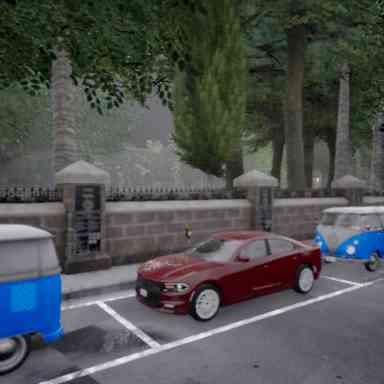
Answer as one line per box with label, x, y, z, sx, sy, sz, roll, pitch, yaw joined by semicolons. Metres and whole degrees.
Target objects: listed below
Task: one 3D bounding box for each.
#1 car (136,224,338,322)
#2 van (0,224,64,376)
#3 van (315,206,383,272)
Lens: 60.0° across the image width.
car;0.972;1.547;7.230;4.507;1.381;1.887;0;0;-36
van;-3.634;1.340;3.944;3.998;1.788;1.690;0;0;-36
van;5.578;1.345;10.516;3.998;1.788;1.690;0;0;-36
